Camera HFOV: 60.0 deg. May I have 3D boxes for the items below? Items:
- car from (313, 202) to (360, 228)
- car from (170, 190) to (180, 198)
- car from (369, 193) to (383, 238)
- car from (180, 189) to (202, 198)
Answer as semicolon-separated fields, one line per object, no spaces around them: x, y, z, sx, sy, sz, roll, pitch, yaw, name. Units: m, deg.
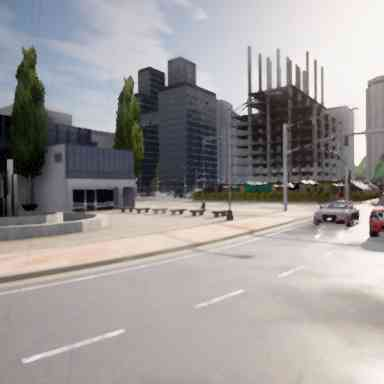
8.746;1.282;19.969;1.994;1.385;4.181;0;1;36;car
-2.514;0.491;76.772;1.905;1.878;3.866;0;1;37;car
9.809;0.969;15.503;2.150;2.045;5.566;0;0;36;car
-0.207;0.719;75.022;1.970;1.475;3.806;0;1;37;car
